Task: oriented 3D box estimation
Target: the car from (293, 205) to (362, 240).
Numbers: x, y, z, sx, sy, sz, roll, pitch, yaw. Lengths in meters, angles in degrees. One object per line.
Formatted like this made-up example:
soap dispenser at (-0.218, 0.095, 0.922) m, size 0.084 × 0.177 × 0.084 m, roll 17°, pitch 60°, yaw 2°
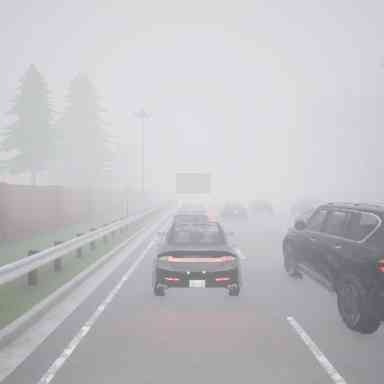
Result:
car at (7.099, 1.526, 17.998) m, size 1.812 × 1.442 × 4.674 m, roll 0°, pitch 0°, yaw 0°

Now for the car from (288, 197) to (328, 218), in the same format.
car at (10.600, 1.351, 30.656) m, size 2.097 × 1.767 × 4.553 m, roll 0°, pitch 0°, yaw 0°

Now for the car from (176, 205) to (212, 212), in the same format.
car at (0.073, 1.474, 19.051) m, size 1.882 × 1.535 × 5.008 m, roll 0°, pitch 0°, yaw 4°

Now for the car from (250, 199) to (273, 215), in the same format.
car at (7.100, 1.502, 34.557) m, size 1.837 × 1.490 × 4.892 m, roll 0°, pitch -1°, yaw 0°

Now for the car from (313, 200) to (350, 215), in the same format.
car at (14.100, 1.563, 33.960) m, size 1.994 × 1.385 × 4.181 m, roll 0°, pitch 0°, yaw 0°

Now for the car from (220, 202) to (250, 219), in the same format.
car at (3.600, 1.564, 29.390) m, size 1.994 × 1.385 × 4.181 m, roll 0°, pitch 0°, yaw 0°

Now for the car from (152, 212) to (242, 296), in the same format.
car at (0.100, 1.491, 8.615) m, size 2.128 × 1.511 × 4.902 m, roll 0°, pitch 0°, yaw 0°

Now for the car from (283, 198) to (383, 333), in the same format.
car at (3.600, 1.221, 6.918) m, size 2.150 × 2.045 × 5.566 m, roll 0°, pitch 0°, yaw 0°

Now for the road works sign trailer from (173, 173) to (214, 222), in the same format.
road works sign trailer at (0.069, 0.464, 22.971) m, size 2.380 × 3.560 × 2.880 m, roll 0°, pitch 0°, yaw -1°
